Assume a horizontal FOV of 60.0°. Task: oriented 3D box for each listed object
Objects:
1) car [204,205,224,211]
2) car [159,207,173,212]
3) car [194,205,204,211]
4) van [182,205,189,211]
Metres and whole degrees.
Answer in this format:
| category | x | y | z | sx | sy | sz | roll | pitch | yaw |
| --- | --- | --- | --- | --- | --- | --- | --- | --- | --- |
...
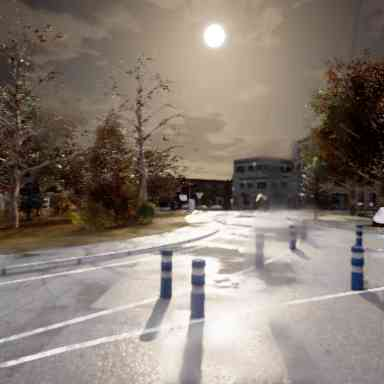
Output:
| category | x | y | z | sx | sy | sz | roll | pitch | yaw |
| --- | --- | --- | --- | --- | --- | --- | --- | --- | --- |
| car | 5.423 | 3.808 | 75.981 | 2.002 | 1.452 | 4.674 | 3 | -5 | -35 |
| car | -7.154 | 5.113 | 94.033 | 2.002 | 1.452 | 4.674 | 2 | -4 | -35 |
| car | 2.276 | 4.123 | 80.477 | 2.163 | 1.488 | 4.792 | 2 | -4 | -35 |
| van | -0.928 | 4.200 | 85.090 | 1.878 | 1.987 | 4.442 | 2 | -4 | -35 |
